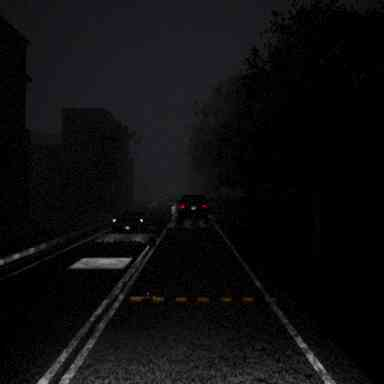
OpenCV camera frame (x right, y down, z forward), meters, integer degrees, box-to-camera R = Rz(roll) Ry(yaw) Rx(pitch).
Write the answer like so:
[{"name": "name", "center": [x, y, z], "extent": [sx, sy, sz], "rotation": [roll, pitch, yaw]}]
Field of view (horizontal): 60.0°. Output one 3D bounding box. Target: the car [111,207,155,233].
[{"name": "car", "center": [-3.385, 1.571, 19.695], "extent": [1.895, 1.301, 4.718], "rotation": [0, 0, 0]}]

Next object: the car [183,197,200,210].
[{"name": "car", "center": [-0.046, 1.429, 42.767], "extent": [2.033, 1.411, 5.357], "rotation": [0, 0, 0]}]

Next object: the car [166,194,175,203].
[{"name": "car", "center": [-3.599, 1.136, 61.188], "extent": [2.097, 1.767, 4.553], "rotation": [0, 0, 0]}]

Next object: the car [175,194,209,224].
[{"name": "car", "center": [0.069, 1.176, 24.742], "extent": [2.150, 2.045, 5.566], "rotation": [0, 0, -1]}]
